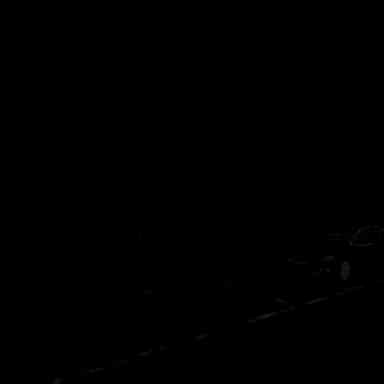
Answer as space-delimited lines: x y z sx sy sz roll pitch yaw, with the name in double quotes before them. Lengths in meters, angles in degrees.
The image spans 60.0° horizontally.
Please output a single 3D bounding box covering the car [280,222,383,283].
"car" 4.413 1.586 9.671 4.403 1.369 2.008 0 0 -35
